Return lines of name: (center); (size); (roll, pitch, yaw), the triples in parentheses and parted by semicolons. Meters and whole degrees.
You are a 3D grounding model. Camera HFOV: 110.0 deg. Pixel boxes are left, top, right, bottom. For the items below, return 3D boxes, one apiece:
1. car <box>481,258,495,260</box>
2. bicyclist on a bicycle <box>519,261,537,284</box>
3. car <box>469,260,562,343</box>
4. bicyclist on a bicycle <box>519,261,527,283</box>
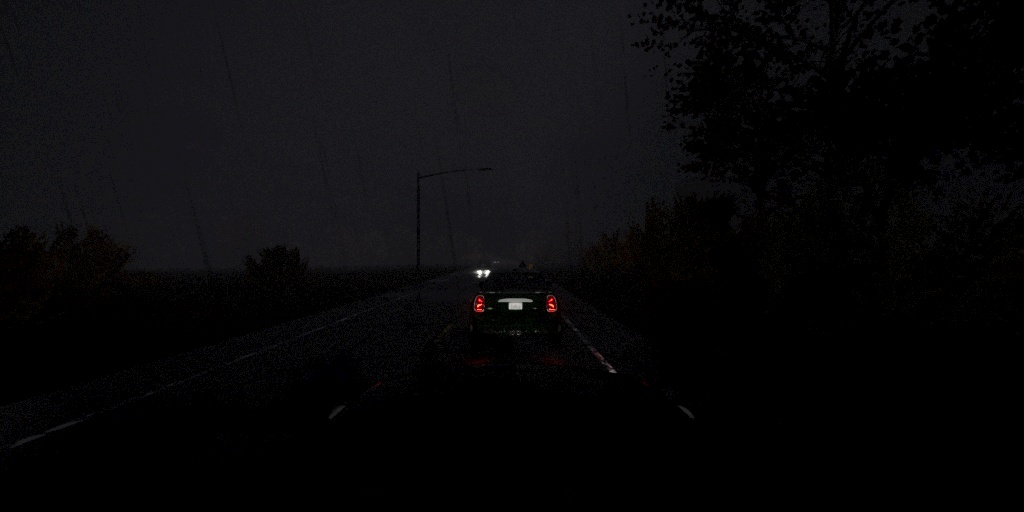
car: (-3.988, 1.228, 51.265); (2.128, 1.511, 4.902); (0, 0, -1)
bicyclist on a bicycle: (0.893, 1.181, 17.207); (0.866, 1.612, 1.509); (0, 0, 0)
car: (0.067, 1.099, 9.862); (2.097, 1.767, 4.553); (0, 0, 0)
bicyclist on a bicycle: (0.824, 1.193, 27.323); (0.582, 1.620, 1.656); (0, 0, 0)
